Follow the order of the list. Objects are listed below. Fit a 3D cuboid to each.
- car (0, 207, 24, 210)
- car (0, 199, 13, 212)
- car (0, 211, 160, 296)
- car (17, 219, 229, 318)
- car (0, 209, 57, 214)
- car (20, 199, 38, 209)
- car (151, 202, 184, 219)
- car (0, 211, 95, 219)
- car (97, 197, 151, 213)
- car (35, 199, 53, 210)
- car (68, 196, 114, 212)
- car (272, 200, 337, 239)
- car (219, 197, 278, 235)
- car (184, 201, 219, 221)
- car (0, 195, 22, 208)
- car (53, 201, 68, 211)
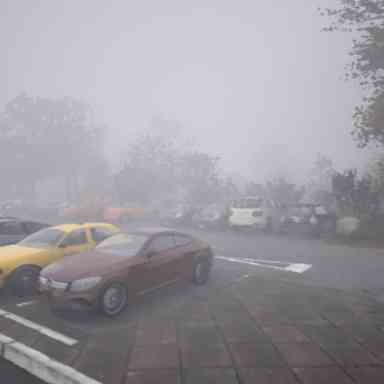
[{"bbox_3d":[-10.186,1.627,14.252,2.163,1.488,4.792,0,0,36],"label":"car"},{"bbox_3d":[-25.173,1.678,41.144,2.097,1.535,5.008,0,0,36],"label":"car"},{"bbox_3d":[-3.493,1.567,9.258,1.946,1.575,5.366,0,0,36],"label":"car"},{"bbox_3d":[-1.229,1.602,7.881,2.002,1.452,4.674,0,-1,36],"label":"car"},{"bbox_3d":[-7.906,1.628,12.656,2.002,1.452,4.674,0,0,36],"label":"car"},{"bbox_3d":[-13.879,1.671,32.999,2.163,1.488,4.792,0,0,36],"label":"car"},{"bbox_3d":[-0.367,1.462,23.381,2.185,1.767,4.553,0,0,36],"label":"car"},{"bbox_3d":[-5.629,1.609,11.055,2.163,1.488,4.792,0,0,36],"label":"car"},{"bbox_3d":[-4.828,1.480,26.504,2.185,1.767,4.553,0,0,36],"label":"car"},{"bbox_3d":[-11.594,1.632,31.403,2.097,1.535,5.008,0,0,36],"label":"car"},{"bbox_3d":[-7.158,1.364,28.248,2.435,2.045,5.566,0,0,36],"label":"car"},{"bbox_3d":[6.487,1.435,18.386,2.185,1.767,4.553,0,0,36],"label":"car"},{"bbox_3d":[4.258,1.318,20.059,2.435,2.045,5.566,0,0,36],"label":"car"},{"bbox_3d":[1.895,1.453,21.757,2.185,1.767,4.553,0,0,36],"label":"car"},{"bbox_3d":[-18.368,1.532,36.295,2.185,1.767,4.553,0,0,36],"label":"car"},{"bbox_3d":[-9.328,1.621,29.999,1.946,1.575,5.366,0,0,36],"label":"car"}]
